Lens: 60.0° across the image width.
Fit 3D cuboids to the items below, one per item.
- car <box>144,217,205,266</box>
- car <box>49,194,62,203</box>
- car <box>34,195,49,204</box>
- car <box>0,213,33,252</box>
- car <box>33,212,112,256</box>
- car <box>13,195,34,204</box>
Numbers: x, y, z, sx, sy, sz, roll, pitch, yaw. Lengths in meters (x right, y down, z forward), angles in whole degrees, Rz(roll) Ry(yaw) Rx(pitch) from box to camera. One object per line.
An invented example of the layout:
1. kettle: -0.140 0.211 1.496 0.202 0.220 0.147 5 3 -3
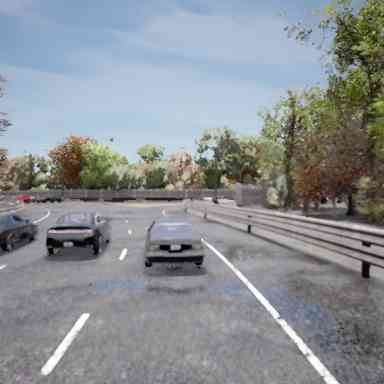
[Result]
1. car: -0.709 1.599 11.770 2.033 1.411 5.357 0 0 -6
2. car: -33.180 1.607 79.344 5.566 2.045 2.150 0 0 43
3. car: -35.632 1.882 76.848 4.892 1.490 1.837 0 0 43
4. car: -8.057 1.606 14.011 1.812 1.442 4.674 0 0 -8
5. car: -4.460 1.561 13.607 2.128 1.511 4.902 0 0 -7
6. car: -38.130 1.608 74.395 5.566 2.045 2.150 0 0 43
